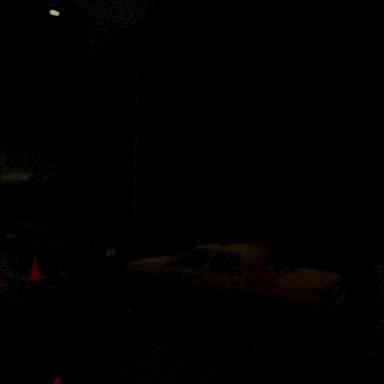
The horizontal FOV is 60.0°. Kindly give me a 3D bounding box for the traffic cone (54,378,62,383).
[{"bbox_3d":[-1.218,1.989,3.010,0.340,0.580,0.340,0,-1,37],"label":"traffic cone"}]

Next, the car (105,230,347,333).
[{"bbox_3d":[0.512,1.621,6.886,4.829,1.417,1.752,0,0,37],"label":"car"}]

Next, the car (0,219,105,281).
[{"bbox_3d":[-3.819,1.667,10.138,4.313,1.339,1.947,0,0,37],"label":"car"}]

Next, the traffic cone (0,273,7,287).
[{"bbox_3d":[-4.816,2.024,8.211,0.340,0.580,0.340,0,-1,37],"label":"traffic cone"}]

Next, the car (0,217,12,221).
[{"bbox_3d":[-8.285,1.673,13.492,4.313,1.339,1.947,0,0,37],"label":"car"}]

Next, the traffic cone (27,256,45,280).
[{"bbox_3d":[-4.220,2.037,9.003,0.340,0.580,0.340,0,0,37],"label":"traffic cone"}]
